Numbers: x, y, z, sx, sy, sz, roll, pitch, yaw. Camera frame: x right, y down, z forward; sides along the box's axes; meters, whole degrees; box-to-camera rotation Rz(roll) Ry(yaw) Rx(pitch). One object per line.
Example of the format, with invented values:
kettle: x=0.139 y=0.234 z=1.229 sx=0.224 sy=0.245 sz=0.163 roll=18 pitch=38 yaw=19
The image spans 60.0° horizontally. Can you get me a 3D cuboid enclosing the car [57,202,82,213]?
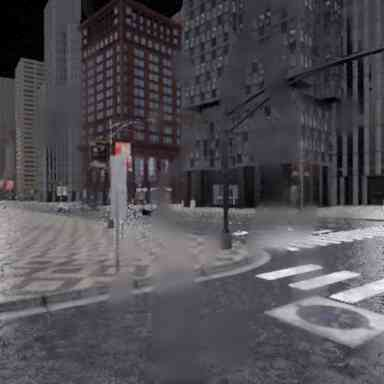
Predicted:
car: x=-18.837 y=2.299 z=50.373 sx=2.097 sy=1.767 sz=4.553 roll=0 pitch=-1 yaw=-36

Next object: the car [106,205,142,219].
car: x=-7.357 y=2.044 z=34.313 sx=1.837 sy=1.490 sz=4.892 roll=0 pitch=-1 yaw=-36

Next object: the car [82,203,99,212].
car: x=-16.061 y=2.465 z=52.077 sx=1.994 sy=1.385 sz=4.181 roll=0 pitch=-1 yaw=-36

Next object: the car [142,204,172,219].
car: x=-3.942 y=1.977 z=35.135 sx=1.882 sy=1.535 sz=5.008 roll=0 pitch=-1 yaw=-36
